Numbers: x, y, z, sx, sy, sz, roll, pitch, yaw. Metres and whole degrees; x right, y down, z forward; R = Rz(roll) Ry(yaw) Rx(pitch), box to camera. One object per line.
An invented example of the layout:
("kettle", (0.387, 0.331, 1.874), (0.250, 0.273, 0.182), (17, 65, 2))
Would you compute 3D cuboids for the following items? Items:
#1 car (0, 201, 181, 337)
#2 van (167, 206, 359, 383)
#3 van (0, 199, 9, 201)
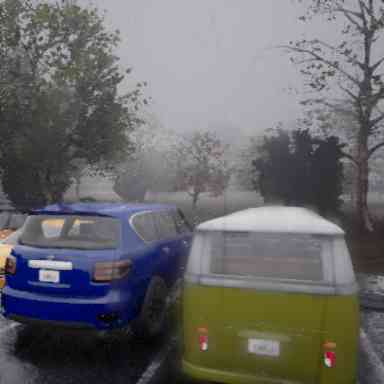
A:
("car", (-1.153, 1.232, 6.940), (2.435, 2.045, 5.566), (0, -1, 15))
("van", (1.273, 1.260, 5.302), (1.878, 1.987, 4.442), (0, -1, 16))
("van", (-8.367, 1.242, 12.183), (1.878, 1.987, 4.442), (0, -1, 16))
